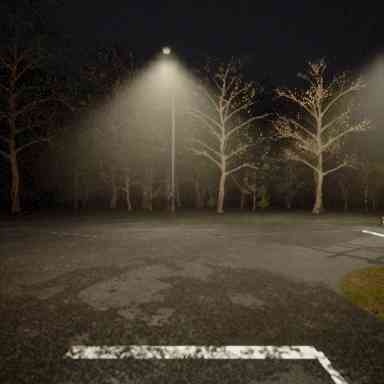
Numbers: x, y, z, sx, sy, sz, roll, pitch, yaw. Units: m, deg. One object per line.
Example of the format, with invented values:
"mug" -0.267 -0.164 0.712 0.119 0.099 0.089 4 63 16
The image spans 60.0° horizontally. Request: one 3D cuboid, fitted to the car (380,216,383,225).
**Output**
"car" 14.605 1.642 21.252 4.674 1.442 1.812 -1 0 1
